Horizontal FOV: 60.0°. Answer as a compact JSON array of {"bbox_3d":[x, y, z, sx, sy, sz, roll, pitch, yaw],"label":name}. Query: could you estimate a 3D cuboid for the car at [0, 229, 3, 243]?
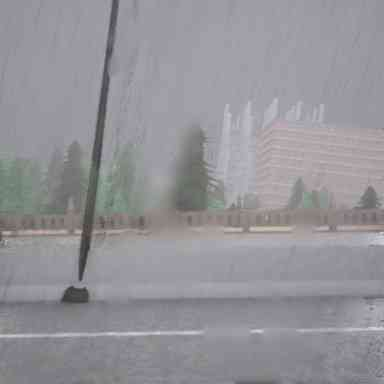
[{"bbox_3d":[-12.589,2.307,17.946,4.181,1.385,1.994,-1,-2,-1],"label":"car"}]
